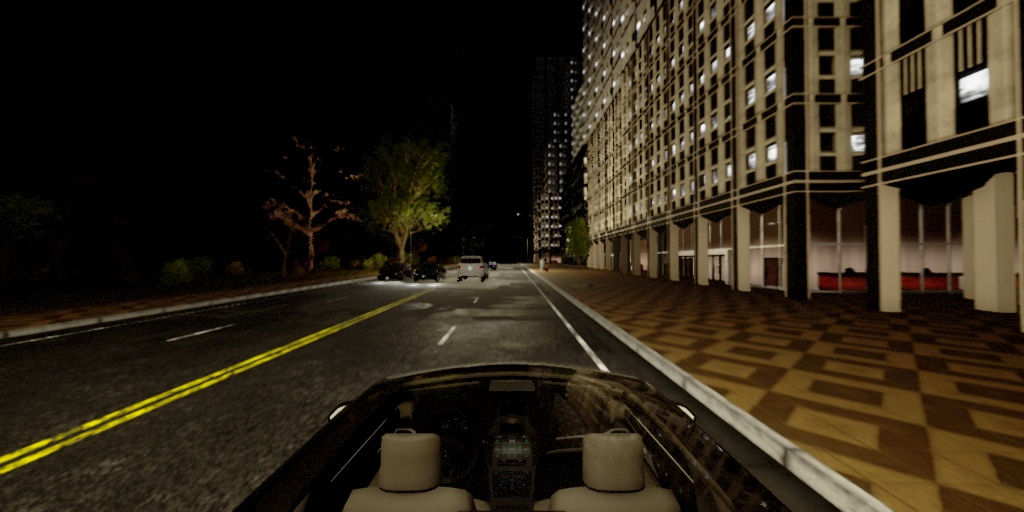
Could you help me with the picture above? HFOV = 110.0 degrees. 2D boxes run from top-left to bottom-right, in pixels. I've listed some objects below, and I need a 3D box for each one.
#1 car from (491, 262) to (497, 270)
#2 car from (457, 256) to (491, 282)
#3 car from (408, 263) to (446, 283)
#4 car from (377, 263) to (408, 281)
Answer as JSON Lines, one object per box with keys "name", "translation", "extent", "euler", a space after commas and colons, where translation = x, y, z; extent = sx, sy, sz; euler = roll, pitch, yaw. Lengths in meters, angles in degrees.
{"name": "car", "translation": [-3.166, 1.484, 53.295], "extent": [1.895, 1.301, 4.718], "euler": [0, 0, 0]}
{"name": "car", "translation": [-3.159, 1.015, 29.711], "extent": [2.150, 2.045, 5.566], "euler": [0, 0, 0]}
{"name": "car", "translation": [-6.565, 1.300, 29.027], "extent": [1.837, 1.490, 4.892], "euler": [0, -1, 0]}
{"name": "car", "translation": [-9.800, 1.348, 30.878], "extent": [2.033, 1.411, 5.357], "euler": [0, 0, 1]}
